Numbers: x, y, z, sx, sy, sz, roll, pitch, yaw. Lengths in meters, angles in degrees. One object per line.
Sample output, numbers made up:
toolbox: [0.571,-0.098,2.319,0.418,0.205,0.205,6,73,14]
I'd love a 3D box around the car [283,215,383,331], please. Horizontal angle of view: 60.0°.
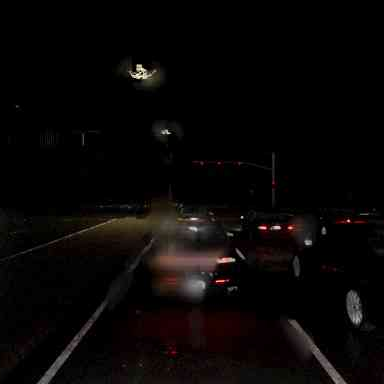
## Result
car: [3.593,1.478,6.890,1.882,1.535,5.008,0,0,0]

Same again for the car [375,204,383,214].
car: [20.257,1.564,33.245,4.181,1.385,1.994,0,0,1]

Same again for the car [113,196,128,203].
car: [-15.071,1.540,70.484,2.033,1.411,5.357,0,0,0]

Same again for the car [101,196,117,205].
car: [-15.116,1.477,60.706,1.882,1.535,5.008,0,0,0]

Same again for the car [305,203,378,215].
car: [7.084,1.505,16.975,1.837,1.490,4.892,0,0,0]

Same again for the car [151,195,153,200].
car: [-11.581,1.524,89.723,2.128,1.511,4.902,0,0,0]

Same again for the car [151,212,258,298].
car: [0.091,1.491,8.495,2.128,1.511,4.902,0,0,0]

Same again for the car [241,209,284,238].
car: [3.586,1.547,16.510,2.033,1.411,5.357,0,0,0]

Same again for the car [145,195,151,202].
car: [-11.580,1.524,79.316,1.812,1.442,4.674,0,0,0]

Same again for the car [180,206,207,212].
car: [0.084,1.505,17.916,1.837,1.490,4.892,0,0,0]

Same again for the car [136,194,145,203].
car: [-11.569,1.500,69.046,1.837,1.490,4.892,0,0,0]

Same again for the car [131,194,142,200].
car: [-15.072,1.348,90.753,2.097,1.767,4.553,0,0,0]

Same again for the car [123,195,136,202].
car: [-15.081,1.525,80.587,2.128,1.511,4.902,0,0,0]

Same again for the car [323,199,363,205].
car: [19.736,1.601,43.762,4.718,1.301,1.895,0,0,1]

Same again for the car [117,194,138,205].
car: [-11.656,1.564,60.224,1.994,1.385,4.181,0,0,1]
